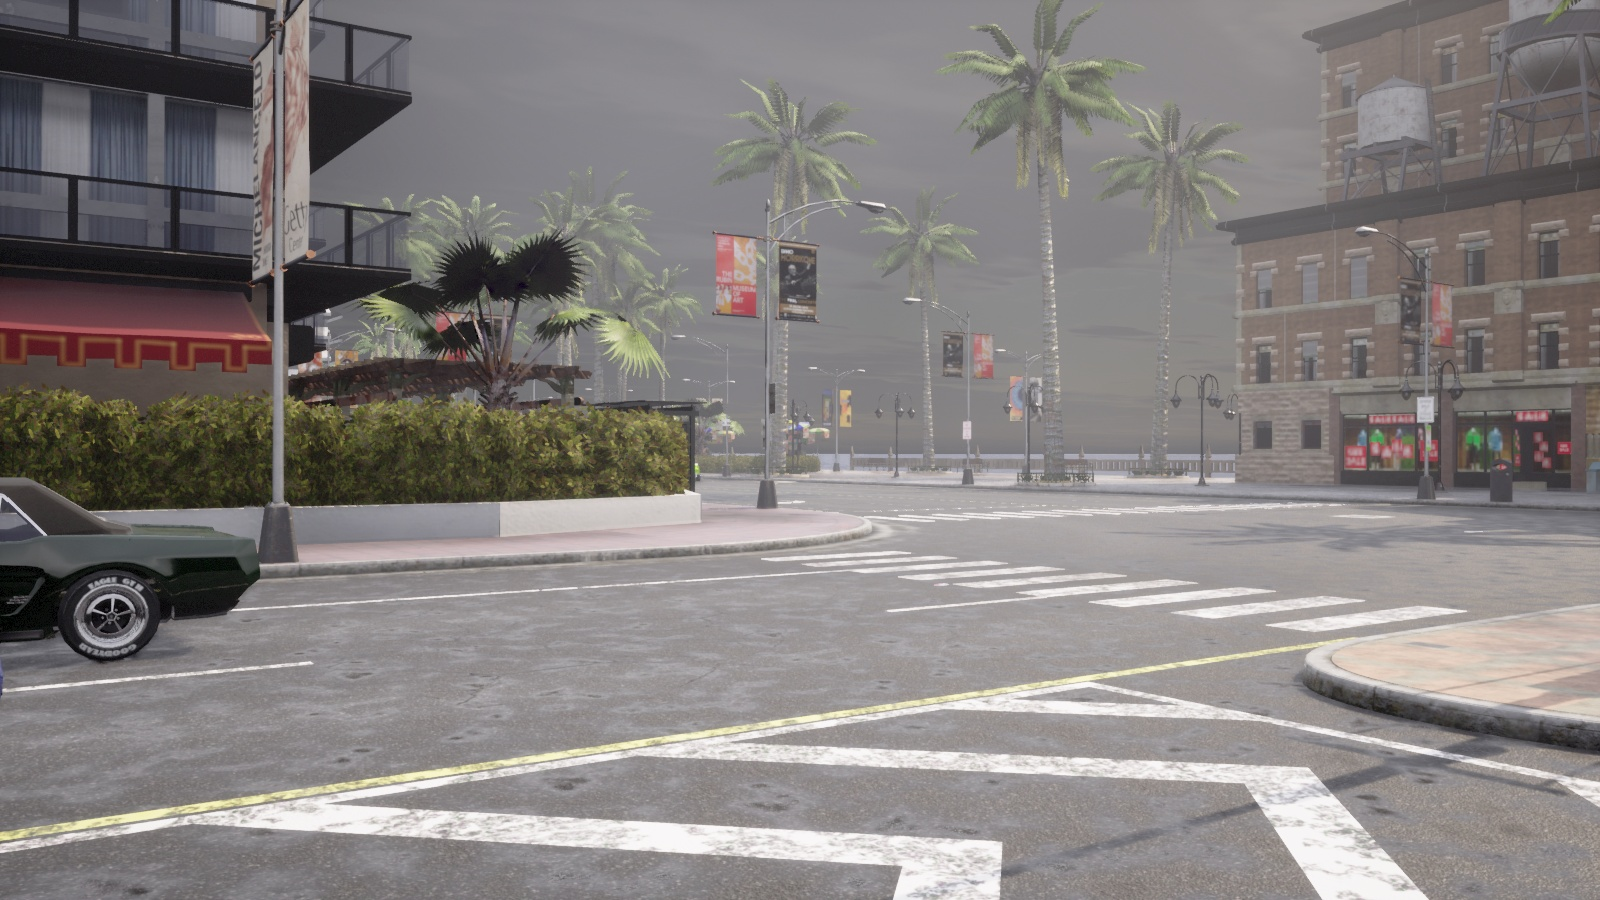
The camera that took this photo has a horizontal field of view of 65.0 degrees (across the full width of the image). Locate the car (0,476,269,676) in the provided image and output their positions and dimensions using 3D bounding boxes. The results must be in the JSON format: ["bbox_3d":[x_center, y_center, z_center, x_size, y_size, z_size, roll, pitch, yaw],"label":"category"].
[{"bbox_3d":[-6.481,0.881,8.894,4.718,1.301,1.895,0,0,-35],"label":"car"}]

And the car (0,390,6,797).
[{"bbox_3d":[-5.925,0.628,5.020,4.553,1.767,2.097,0,0,-35],"label":"car"}]
